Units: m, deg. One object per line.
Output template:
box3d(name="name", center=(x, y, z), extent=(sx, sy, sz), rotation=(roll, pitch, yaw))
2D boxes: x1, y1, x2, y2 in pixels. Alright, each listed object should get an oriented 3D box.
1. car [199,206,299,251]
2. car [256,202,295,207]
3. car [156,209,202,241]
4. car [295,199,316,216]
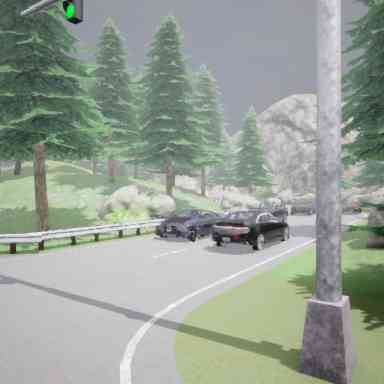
box3d(name="car", center=(2.648, 1.562, 14.262), extent=(2.128, 1.511, 4.902), rotation=(0, -1, 35))
box3d(name="car", center=(5.733, 1.507, 25.100), extent=(2.128, 1.511, 4.902), rotation=(0, 0, 35))
box3d(name="car", center=(0.090, 1.579, 16.910), extent=(1.994, 1.385, 4.181), rotation=(0, 0, 35))
box3d(name="car", center=(11.314, 1.520, 33.658), extent=(1.837, 1.490, 4.892), rotation=(0, 0, 28))
